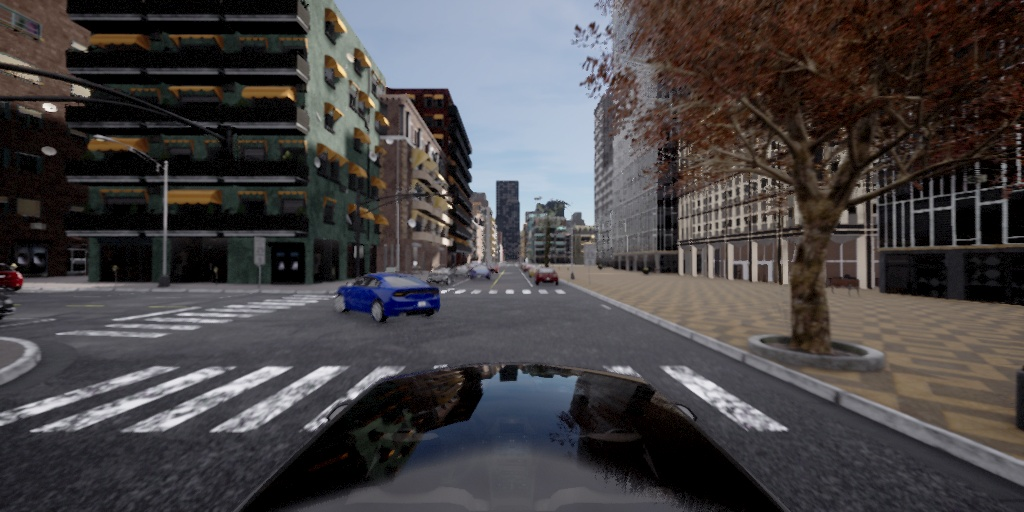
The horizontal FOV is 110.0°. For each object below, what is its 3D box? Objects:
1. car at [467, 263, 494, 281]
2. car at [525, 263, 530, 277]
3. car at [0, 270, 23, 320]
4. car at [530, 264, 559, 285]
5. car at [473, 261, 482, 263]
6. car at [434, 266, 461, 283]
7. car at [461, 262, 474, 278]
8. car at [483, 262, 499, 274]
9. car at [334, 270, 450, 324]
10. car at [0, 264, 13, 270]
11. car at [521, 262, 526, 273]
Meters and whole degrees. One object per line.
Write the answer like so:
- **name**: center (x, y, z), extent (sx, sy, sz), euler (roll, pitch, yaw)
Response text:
- **car**: center (-3.064, 1.656, 35.689), extent (1.812, 1.442, 4.674), euler (0, -1, 0)
- **car**: center (2.728, 1.704, 40.331), extent (1.751, 1.417, 4.829), euler (0, 0, 0)
- **car**: center (-16.426, 1.186, 9.702), extent (4.403, 1.370, 2.007), euler (0, 0, -1)
- **car**: center (2.718, 1.596, 29.097), extent (1.888, 1.381, 4.507), euler (0, 0, 0)
- **car**: center (-5.641, 1.755, 51.234), extent (1.967, 1.591, 4.097), euler (0, 0, 0)
- **car**: center (-5.662, 1.606, 29.104), extent (2.007, 1.370, 4.403), euler (0, 0, 0)
- **car**: center (-5.652, 1.734, 40.169), extent (2.007, 1.370, 4.403), euler (0, 0, 0)
- **car**: center (-3.028, 1.675, 52.089), extent (2.097, 1.767, 4.553), euler (0, -1, 0)
- **car**: center (-4.576, 1.351, 12.815), extent (5.008, 1.535, 1.882), euler (-1, -2, 44)
- **car**: center (-27.605, 1.024, 17.981), extent (4.097, 1.591, 1.967), euler (0, 0, -1)
- **car**: center (2.744, 1.958, 56.757), extent (1.802, 1.307, 4.207), euler (0, 0, 0)
